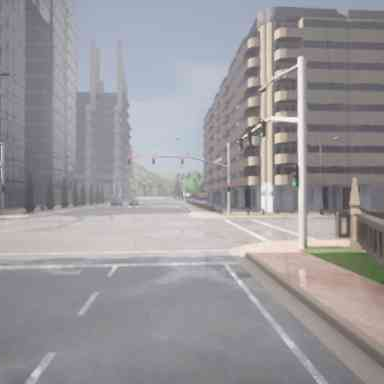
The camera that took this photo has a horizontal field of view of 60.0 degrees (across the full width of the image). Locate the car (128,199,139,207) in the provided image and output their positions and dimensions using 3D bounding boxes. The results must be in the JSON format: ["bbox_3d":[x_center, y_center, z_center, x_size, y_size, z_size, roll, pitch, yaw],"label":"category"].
[{"bbox_3d":[-11.717,2.207,67.285,1.837,1.490,4.892,0,-1,-4],"label":"car"}]

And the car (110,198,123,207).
[{"bbox_3d":[-15.212,2.069,67.072,2.097,1.767,4.553,0,-1,-4],"label":"car"}]
